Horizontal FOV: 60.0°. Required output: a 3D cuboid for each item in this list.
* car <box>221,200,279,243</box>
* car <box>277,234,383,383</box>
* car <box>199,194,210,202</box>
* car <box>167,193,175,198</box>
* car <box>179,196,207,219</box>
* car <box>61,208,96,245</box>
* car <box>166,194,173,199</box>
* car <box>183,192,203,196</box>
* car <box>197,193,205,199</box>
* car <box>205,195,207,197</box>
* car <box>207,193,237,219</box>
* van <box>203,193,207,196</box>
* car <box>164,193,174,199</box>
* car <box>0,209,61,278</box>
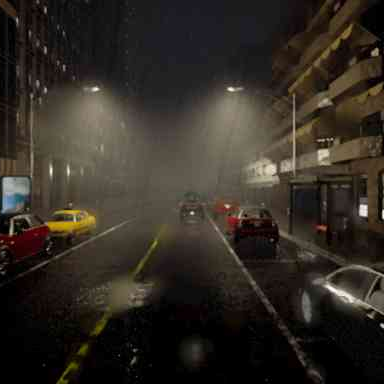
[{"bbox_3d":[2.639,1.347,15.405,1.967,1.590,4.097,0,0,0],"label":"car"},{"bbox_3d":[2.680,1.523,4.110,2.008,1.369,4.403,0,0,0],"label":"car"},{"bbox_3d":[2.456,1.194,66.242,1.947,1.339,4.313,0,0,0],"label":"car"},{"bbox_3d":[-6.027,1.055,94.455,1.947,1.339,4.313,0,0,0],"label":"car"},{"bbox_3d":[0.005,1.342,27.645,1.837,1.490,4.892,0,0,0],"label":"car"},{"bbox_3d":[-5.741,1.439,15.206,1.752,1.417,4.829,0,0,0],"label":"car"},{"bbox_3d":[-6.006,1.100,88.806,1.802,1.307,4.206,0,0,0],"label":"car"},{"bbox_3d":[-0.058,0.961,45.191,2.150,2.045,5.566,0,0,0],"label":"car"},{"bbox_3d":[2.374,1.057,88.836,1.887,1.381,4.507,0,0,0],"label":"car"},{"bbox_3d":[2.557,1.358,38.000,1.802,1.307,4.206,0,0,0],"label":"car"},{"bbox_3d":[2.598,1.157,26.702,2.192,1.841,5.009,0,0,0],"label":"car"},{"bbox_3d":[2.476,0.998,60.592,1.690,1.788,3.998,0,0,0],"label":"van"},{"bbox_3d":[-5.986,0.987,83.158,1.967,1.590,4.097,0,0,0],"label":"car"},{"bbox_3d":[-5.722,1.386,9.728,1.967,1.590,4.097,0,0,0],"label":"car"}]
